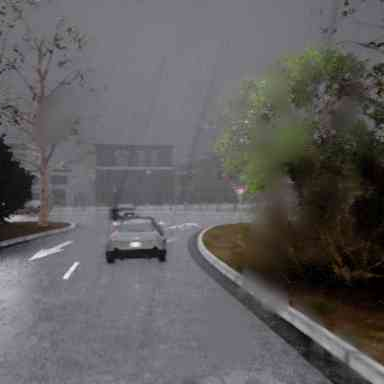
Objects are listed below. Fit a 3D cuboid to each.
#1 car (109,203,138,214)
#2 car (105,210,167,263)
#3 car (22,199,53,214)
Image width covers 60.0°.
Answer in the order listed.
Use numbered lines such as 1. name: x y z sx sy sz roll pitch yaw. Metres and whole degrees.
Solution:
1. car: -5.521 1.623 27.183 1.994 1.385 4.181 0 0 -24
2. car: -1.965 1.585 12.193 1.994 1.385 4.181 -1 0 -7
3. car: -18.359 1.683 40.287 2.185 1.767 4.553 -2 0 -11
